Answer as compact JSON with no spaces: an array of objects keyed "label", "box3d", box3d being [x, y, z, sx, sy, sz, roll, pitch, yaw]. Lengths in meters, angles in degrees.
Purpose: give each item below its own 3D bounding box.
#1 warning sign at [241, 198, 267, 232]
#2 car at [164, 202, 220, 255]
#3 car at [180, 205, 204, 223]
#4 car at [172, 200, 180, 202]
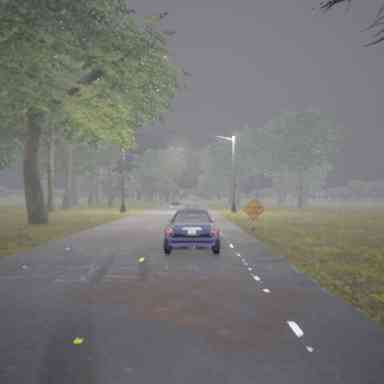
[{"label":"warning sign","box3d":[3.565,1.306,19.220,1.300,1.860,1.060,1,0,0]},{"label":"car","box3d":[0.003,1.488,14.061,2.097,1.767,4.553,0,-1,0]},{"label":"car","box3d":[0.006,1.860,29.246,1.994,1.385,4.181,0,-1,0]},{"label":"car","box3d":[-3.496,2.391,71.728,1.895,1.301,4.718,0,-1,0]}]
